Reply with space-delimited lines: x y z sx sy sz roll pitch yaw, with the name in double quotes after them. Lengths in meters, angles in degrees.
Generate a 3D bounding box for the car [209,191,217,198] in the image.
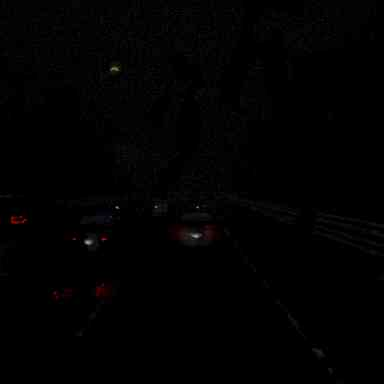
5.728 0.640 90.097 2.150 2.045 5.566 0 0 6 "car"

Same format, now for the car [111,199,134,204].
-6.461 1.343 30.979 1.994 1.385 4.181 0 0 2 "car"

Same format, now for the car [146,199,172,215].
-2.967 1.341 30.743 1.994 1.385 4.181 0 0 2 "car"

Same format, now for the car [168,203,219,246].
0.160 1.415 14.503 1.812 1.442 4.674 0 0 1 "car"

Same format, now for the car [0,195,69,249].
-6.846 1.120 14.171 2.150 2.045 5.566 0 0 1 "car"

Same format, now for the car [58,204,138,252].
-3.359 1.428 13.206 1.812 1.442 4.674 0 1 1 "car"

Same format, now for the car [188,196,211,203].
0.541 1.337 30.925 1.994 1.385 4.181 0 0 2 "car"

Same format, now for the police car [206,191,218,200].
4.163 0.926 74.456 1.930 1.638 5.238 0 0 5 "police car"

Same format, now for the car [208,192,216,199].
5.117 0.901 84.365 1.801 1.575 5.366 0 0 6 "car"
